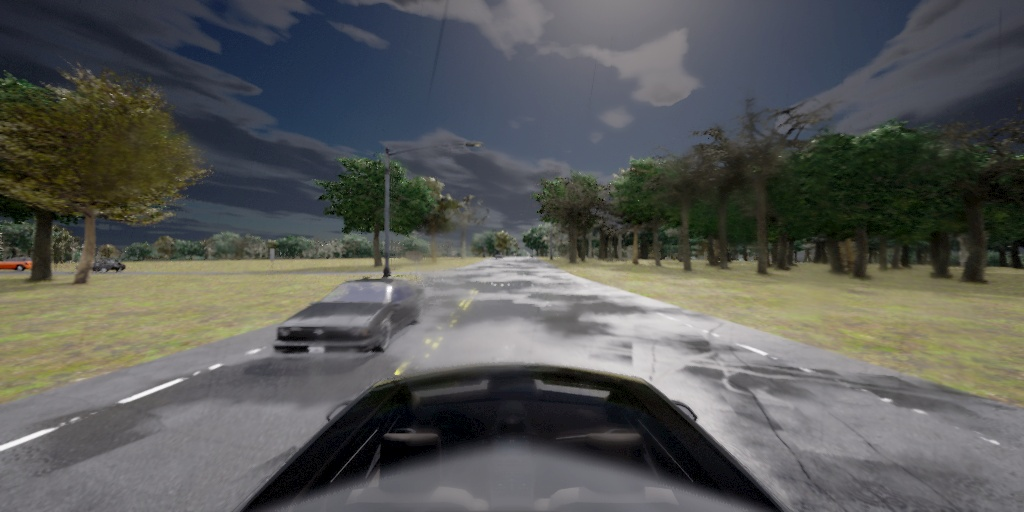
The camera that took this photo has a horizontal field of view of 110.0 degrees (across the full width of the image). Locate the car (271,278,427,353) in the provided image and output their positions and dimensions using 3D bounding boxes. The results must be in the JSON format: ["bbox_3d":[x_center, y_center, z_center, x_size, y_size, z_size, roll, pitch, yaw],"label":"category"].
[{"bbox_3d":[-3.517,1.284,9.043,2.033,1.411,5.357,0,0,-1],"label":"car"}]
